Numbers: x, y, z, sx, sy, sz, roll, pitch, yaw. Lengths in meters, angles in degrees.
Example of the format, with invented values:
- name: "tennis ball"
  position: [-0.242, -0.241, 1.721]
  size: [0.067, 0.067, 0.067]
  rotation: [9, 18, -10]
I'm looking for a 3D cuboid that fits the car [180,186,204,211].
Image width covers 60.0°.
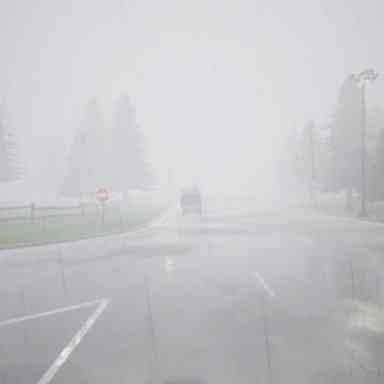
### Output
- name: "car"
  position: [-0.115, 0.212, 30.857]
  size: [1.882, 1.535, 5.008]
  rotation: [-7, 8, 3]

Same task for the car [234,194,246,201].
- name: "car"
  position: [10.496, 1.215, 72.629]
  size: [1.837, 1.490, 4.892]
  rotation: [0, 0, 0]

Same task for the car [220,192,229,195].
- name: "car"
  position: [6.996, 0.940, 72.658]
  size: [2.150, 2.045, 5.566]
  rotation: [0, 0, 0]

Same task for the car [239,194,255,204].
- name: "car"
  position: [10.496, 1.251, 62.596]
  size: [2.097, 1.767, 4.553]
  rotation: [0, 0, 0]

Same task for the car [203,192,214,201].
- name: "car"
  position: [3.496, 0.941, 72.658]
  size: [2.150, 2.045, 5.566]
  rotation: [0, 0, 0]

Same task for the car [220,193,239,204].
- name: "car"
  position: [6.996, 1.391, 62.209]
  size: [2.128, 1.511, 4.902]
  rotation: [0, 0, 0]

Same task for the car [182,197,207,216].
- name: "car"
  position: [-0.003, 1.441, 31.588]
  size: [2.128, 1.511, 4.902]
  rotation: [0, 0, 0]

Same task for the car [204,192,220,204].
- name: "car"
  position: [3.496, 1.251, 62.595]
  size: [2.097, 1.767, 4.553]
  rotation: [0, 0, 0]
